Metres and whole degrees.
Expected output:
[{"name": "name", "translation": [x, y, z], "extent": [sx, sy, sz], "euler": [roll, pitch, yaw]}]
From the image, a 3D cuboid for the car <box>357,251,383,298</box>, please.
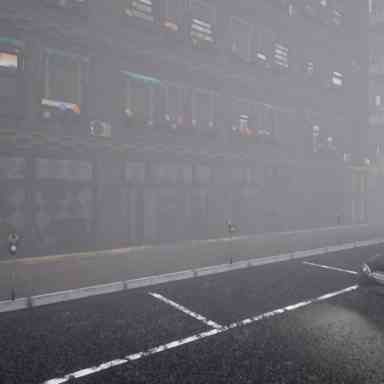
[{"name": "car", "translation": [5.573, 1.526, 7.356], "extent": [4.674, 1.442, 1.812], "euler": [0, 0, -36]}]
